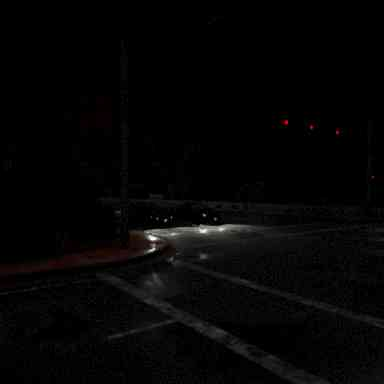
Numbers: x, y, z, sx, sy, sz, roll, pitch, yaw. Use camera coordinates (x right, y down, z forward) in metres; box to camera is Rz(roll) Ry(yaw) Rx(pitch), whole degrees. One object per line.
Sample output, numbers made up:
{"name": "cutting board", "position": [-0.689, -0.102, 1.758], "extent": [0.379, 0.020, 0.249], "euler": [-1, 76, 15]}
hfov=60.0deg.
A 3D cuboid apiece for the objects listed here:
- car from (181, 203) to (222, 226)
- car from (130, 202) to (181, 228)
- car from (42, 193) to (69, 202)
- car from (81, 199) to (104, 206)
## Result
{"name": "car", "position": [0.136, 1.495, 23.682], "extent": [1.812, 1.442, 4.674], "euler": [0, 0, -37]}
{"name": "car", "position": [-3.053, 1.481, 22.064], "extent": [1.837, 1.490, 4.892], "euler": [0, 0, -37]}
{"name": "car", "position": [-16.345, 1.199, 39.744], "extent": [2.150, 2.045, 5.566], "euler": [0, 0, -37]}
{"name": "car", "position": [-12.070, 1.533, 39.882], "extent": [1.994, 1.385, 4.181], "euler": [0, 0, -37]}
